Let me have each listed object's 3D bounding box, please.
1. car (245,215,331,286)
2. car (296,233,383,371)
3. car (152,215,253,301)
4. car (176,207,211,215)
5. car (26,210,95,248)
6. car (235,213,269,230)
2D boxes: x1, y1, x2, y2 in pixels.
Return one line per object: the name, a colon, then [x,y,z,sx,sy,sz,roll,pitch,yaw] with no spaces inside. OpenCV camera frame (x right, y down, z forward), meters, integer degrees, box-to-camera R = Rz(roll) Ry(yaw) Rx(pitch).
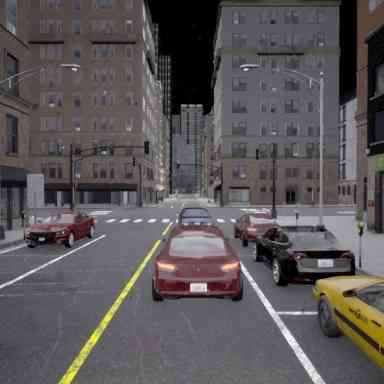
car: [2.870,1.563,9.217,1.947,1.339,4.313,-1,0,0]
car: [2.867,1.524,3.801,1.752,1.417,4.829,-1,0,0]
car: [0.102,1.523,8.186,1.812,1.442,4.674,0,0,0]
car: [0.140,1.542,18.207,2.033,1.411,5.357,0,0,-3]
car: [-5.672,1.540,14.804,1.887,1.381,4.507,-1,0,0]
car: [2.873,1.577,14.803,1.802,1.307,4.206,-1,0,0]
